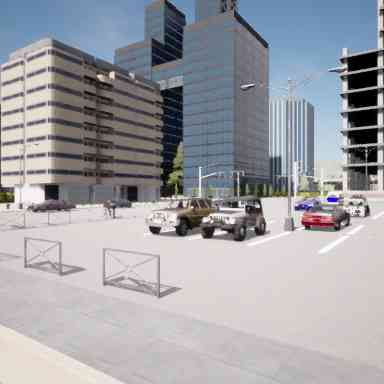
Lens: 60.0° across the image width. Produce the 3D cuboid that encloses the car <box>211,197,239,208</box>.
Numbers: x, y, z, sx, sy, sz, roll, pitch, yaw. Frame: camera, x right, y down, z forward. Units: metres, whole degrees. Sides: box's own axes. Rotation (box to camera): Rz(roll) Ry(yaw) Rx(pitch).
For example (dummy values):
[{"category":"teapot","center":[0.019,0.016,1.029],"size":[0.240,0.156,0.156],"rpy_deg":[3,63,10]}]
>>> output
[{"category":"car","center":[5.107,1.547,50.488],"size":[2.033,1.411,5.357],"rpy_deg":[0,0,33]}]

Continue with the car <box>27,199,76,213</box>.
[{"category":"car","center":[-15.980,1.547,38.185],"size":[2.033,1.411,5.357],"rpy_deg":[0,0,34]}]

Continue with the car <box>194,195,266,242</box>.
[{"category":"car","center":[2.074,1.156,15.629],"size":[1.905,1.878,3.866],"rpy_deg":[0,0,34]}]

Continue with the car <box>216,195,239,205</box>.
[{"category":"car","center":[6.330,1.352,58.795],"size":[2.097,1.767,4.553],"rpy_deg":[0,0,34]}]

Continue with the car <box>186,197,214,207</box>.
[{"category":"car","center":[1.293,1.491,51.161],"size":[2.128,1.511,4.902],"rpy_deg":[0,0,34]}]

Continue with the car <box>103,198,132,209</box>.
[{"category":"car","center":[-10.356,1.564,46.560],"size":[1.994,1.385,4.181],"rpy_deg":[0,0,35]}]

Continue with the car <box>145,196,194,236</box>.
[{"category":"car","center":[-0.296,1.153,17.291],"size":[1.932,1.855,4.605],"rpy_deg":[0,0,34]}]

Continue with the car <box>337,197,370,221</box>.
[{"category":"car","center":[14.074,1.395,28.607],"size":[1.970,1.475,3.806],"rpy_deg":[0,0,34]}]

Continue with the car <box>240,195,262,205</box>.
[{"category":"car","center":[10.365,1.352,58.368],"size":[2.097,1.767,4.553],"rpy_deg":[0,0,34]}]

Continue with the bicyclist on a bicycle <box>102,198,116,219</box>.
[{"category":"bicyclist on a bicycle","center":[-6.542,1.302,26.240],"size":[1.656,1.620,0.582],"rpy_deg":[0,0,34]}]
